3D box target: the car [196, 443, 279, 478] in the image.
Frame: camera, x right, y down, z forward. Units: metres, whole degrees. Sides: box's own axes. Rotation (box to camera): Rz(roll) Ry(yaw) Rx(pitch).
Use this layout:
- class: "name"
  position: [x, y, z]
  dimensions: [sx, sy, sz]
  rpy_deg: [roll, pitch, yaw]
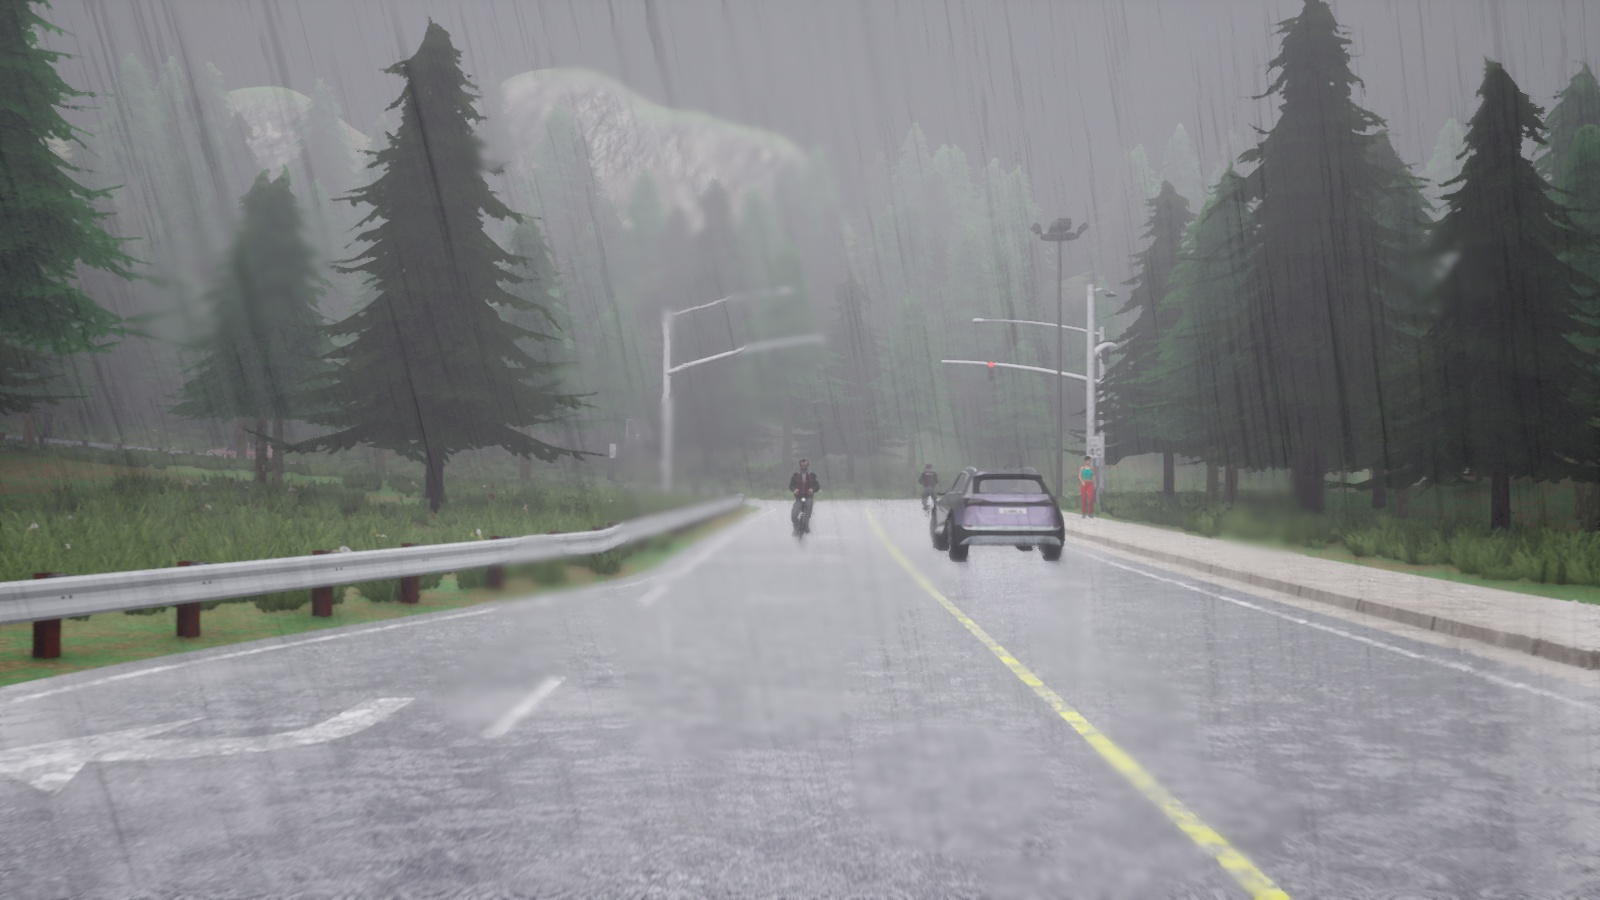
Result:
- class: "car"
  position: [-28.751, 0.562, 64.290]
  dimensions: [3.633, 1.501, 1.845]
  rpy_deg: [5, -3, -20]

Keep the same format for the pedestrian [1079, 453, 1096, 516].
- class: "pedestrian"
  position: [8.389, 0.996, 36.619]
  dimensions: [0.345, 1.836, 0.594]
  rpy_deg: [0, -1, 0]

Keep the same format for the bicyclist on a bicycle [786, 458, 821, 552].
- class: "bicyclist on a bicycle"
  position: [0.080, 1.054, 24.523]
  dimensions: [0.659, 1.776, 1.843]
  rpy_deg: [0, -1, 1]

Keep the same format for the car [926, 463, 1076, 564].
- class: "car"
  position: [3.549, 1.078, 23.089]
  dimensions: [2.033, 1.649, 4.856]
  rpy_deg: [0, -1, 1]
